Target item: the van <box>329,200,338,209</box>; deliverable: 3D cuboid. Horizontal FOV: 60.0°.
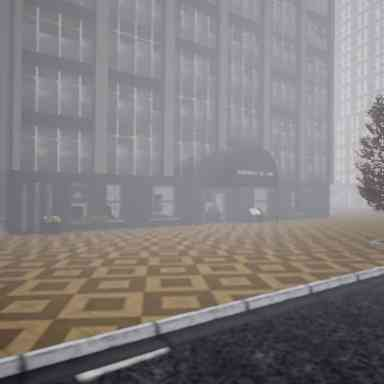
[{"bbox_3d":[26.332,2.518,64.567,1.690,1.788,3.998,0,-1,-22],"label":"van"}]
